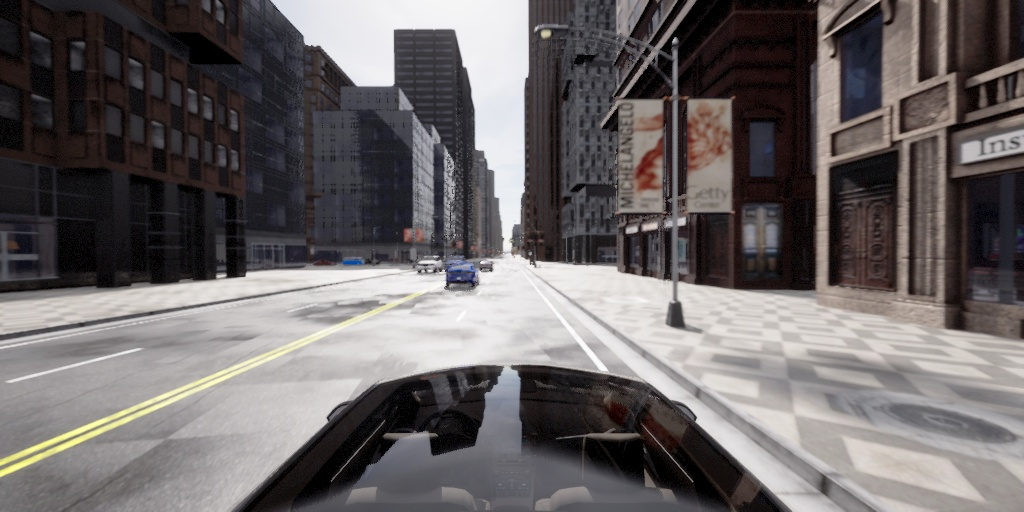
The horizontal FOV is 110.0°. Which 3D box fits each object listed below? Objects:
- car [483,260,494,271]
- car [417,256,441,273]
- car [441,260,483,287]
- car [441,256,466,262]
[{"bbox_3d":[-3.487,1.287,48.563,2.033,1.411,5.357,0,0,0],"label":"car"},{"bbox_3d":[-10.060,0.984,44.293,2.150,2.045,5.566,0,0,0],"label":"car"},{"bbox_3d":[-3.309,1.234,24.645,1.882,1.535,5.008,0,0,0],"label":"car"},{"bbox_3d":[-6.809,0.984,43.851,2.150,2.045,5.566,0,0,0],"label":"car"}]
